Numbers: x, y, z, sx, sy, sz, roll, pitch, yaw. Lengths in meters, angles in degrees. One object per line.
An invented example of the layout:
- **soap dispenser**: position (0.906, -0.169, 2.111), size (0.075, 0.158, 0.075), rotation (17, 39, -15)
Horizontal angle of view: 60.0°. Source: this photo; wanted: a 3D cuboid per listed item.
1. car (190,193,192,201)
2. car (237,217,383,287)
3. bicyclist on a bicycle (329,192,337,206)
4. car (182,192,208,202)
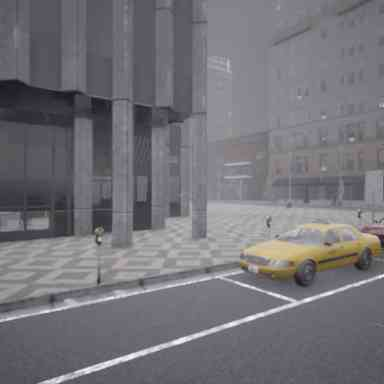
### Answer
- **car**: position (-1.119, 0.886, 54.782), size (2.033, 1.411, 5.357), rotation (0, 0, -35)
- **car**: position (3.393, 1.462, 9.174), size (4.829, 1.417, 1.752), rotation (-1, 1, -35)
- **bicyclist on a bicycle**: position (16.939, 0.860, 39.913), size (1.656, 1.620, 0.582), rotation (0, 1, -35)
- **car**: position (0.493, 0.821, 57.882), size (2.128, 1.511, 4.902), rotation (0, 0, -34)
